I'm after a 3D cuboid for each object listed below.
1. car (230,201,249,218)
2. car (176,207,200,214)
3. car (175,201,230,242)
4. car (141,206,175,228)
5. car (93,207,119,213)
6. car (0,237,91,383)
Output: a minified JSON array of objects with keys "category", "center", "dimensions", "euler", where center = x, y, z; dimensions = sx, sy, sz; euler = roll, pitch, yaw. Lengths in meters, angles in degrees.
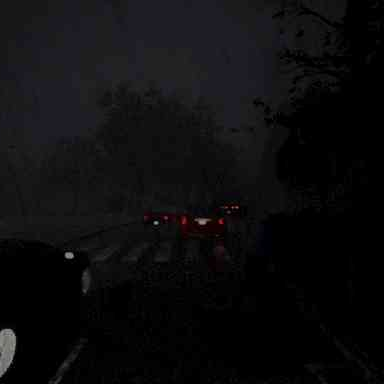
[{"category":"car","center":[4.046,1.592,31.094],"dimensions":[1.837,1.490,4.892],"euler":[-1,-2,20]},{"category":"car","center":[-0.801,4.072,73.832],"dimensions":[4.902,1.511,2.128],"euler":[-1,-4,19]},{"category":"car","center":[0.630,1.304,16.167],"dimensions":[2.097,1.767,4.553],"euler":[0,0,5]},{"category":"car","center":[-1.769,1.560,22.043],"dimensions":[1.895,1.301,4.718],"euler":[-1,0,10]},{"category":"car","center":[-18.649,3.871,70.785],"dimensions":[4.892,1.490,1.837],"euler":[3,-4,-41]},{"category":"car","center":[-3.139,1.465,5.310],"dimensions":[1.882,1.535,5.008],"euler":[0,0,0]}]
